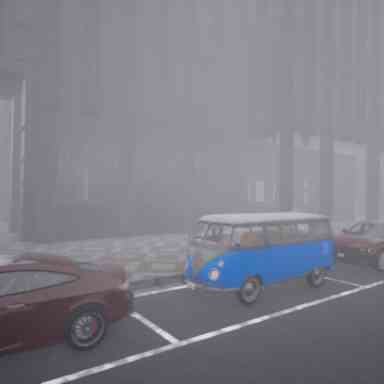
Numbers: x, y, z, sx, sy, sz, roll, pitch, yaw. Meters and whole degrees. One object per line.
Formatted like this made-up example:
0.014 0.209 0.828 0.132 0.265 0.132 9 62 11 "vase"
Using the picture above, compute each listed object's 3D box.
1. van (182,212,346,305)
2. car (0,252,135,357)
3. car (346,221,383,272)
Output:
1.704 1.396 7.968 3.998 1.788 1.690 1 0 -35 "van"
-2.878 1.584 4.704 4.206 1.307 1.802 1 0 -35 "car"
6.281 1.653 11.234 4.507 1.381 1.887 1 0 -35 "car"
